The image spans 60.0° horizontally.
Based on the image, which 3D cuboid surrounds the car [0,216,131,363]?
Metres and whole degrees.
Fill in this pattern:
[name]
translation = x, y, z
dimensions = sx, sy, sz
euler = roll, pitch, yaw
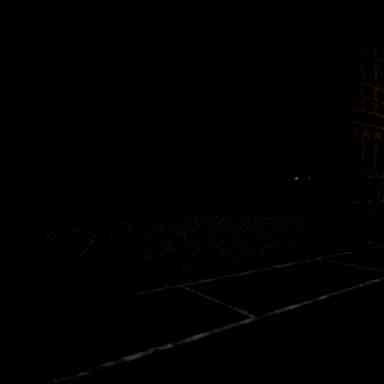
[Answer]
[car]
translation = -3.252, 1.315, 4.334
dimensions = 5.009, 1.841, 2.192
euler = 0, 0, -35
